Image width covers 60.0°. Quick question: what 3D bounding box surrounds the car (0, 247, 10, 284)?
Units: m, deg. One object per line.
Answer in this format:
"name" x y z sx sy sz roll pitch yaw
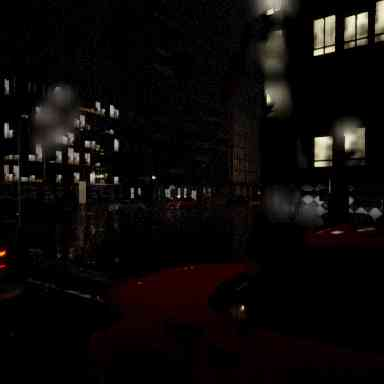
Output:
"car" -6.253 1.522 8.125 4.674 1.442 1.812 0 0 35

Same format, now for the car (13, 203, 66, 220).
"car" -12.938 1.617 28.544 1.994 1.385 4.181 1 0 37

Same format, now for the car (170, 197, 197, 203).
"car" -1.205 1.495 44.326 2.097 1.767 4.553 1 0 37

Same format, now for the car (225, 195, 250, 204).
"car" 7.795 1.521 56.284 2.150 2.045 5.566 1 0 37

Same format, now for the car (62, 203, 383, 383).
"car" 1.650 1.221 2.509 5.566 2.045 2.150 0 0 35

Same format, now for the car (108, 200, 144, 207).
"car" -7.112 1.624 36.394 1.812 1.442 4.674 1 0 37
